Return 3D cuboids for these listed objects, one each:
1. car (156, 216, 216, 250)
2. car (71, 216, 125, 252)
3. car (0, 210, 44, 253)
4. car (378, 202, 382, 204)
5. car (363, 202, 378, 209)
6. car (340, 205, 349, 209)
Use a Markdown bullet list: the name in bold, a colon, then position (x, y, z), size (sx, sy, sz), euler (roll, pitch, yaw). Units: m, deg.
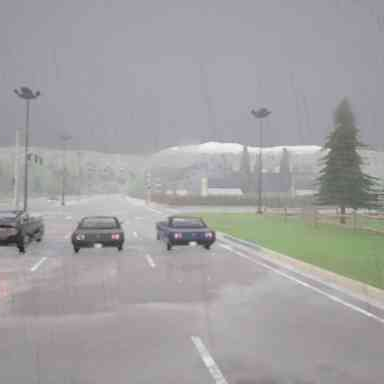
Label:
- **car**: position (-0.477, 1.702, 14.918), size (1.895, 1.301, 4.718), euler (1, 0, -13)
- **car**: position (-3.878, 1.651, 14.096), size (1.895, 1.301, 4.718), euler (1, 0, -13)
- **car**: position (-7.322, 1.491, 13.467), size (2.128, 1.511, 4.902), euler (1, 0, -13)
- **car**: position (32.530, 2.291, 52.222), size (5.008, 1.535, 1.882), euler (1, 0, -13)
- **car**: position (31.588, 2.318, 55.599), size (4.902, 1.511, 2.128), euler (1, 0, -13)
- **car**: position (30.065, 2.418, 62.435), size (4.181, 1.385, 1.994), euler (1, 0, -12)
